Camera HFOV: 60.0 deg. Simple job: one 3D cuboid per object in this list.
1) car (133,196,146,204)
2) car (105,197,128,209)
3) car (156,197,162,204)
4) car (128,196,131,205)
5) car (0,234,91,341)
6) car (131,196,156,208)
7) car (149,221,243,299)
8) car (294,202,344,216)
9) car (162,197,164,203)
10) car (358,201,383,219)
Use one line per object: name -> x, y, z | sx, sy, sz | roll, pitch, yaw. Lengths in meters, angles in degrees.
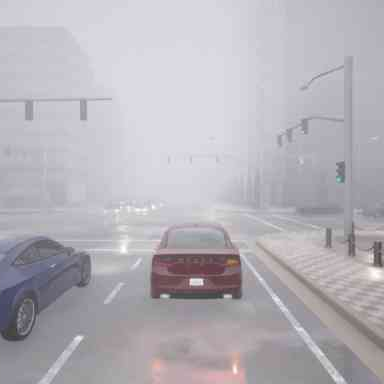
car -> -10.383, 1.564, 66.147 | 1.994, 1.385, 4.181 | 0, 0, 0
car -> -10.498, 1.505, 45.561 | 1.837, 1.490, 4.892 | 0, 0, 0
car -> -6.952, 1.491, 57.953 | 2.128, 1.511, 4.902 | 0, 0, 0
car -> -10.468, 1.491, 54.788 | 2.128, 1.511, 4.902 | 0, 0, 0
car -> -3.416, 1.526, 6.370 | 1.812, 1.442, 4.674 | 0, 0, 0
car -> -6.990, 1.491, 48.646 | 2.128, 1.511, 4.902 | 0, 0, 0
car -> 0.099, 1.478, 8.498 | 1.882, 1.535, 5.008 | 0, 0, 0
car -> 12.051, 1.545, 30.919 | 4.718, 1.301, 1.895 | 0, 0, 1
car -> -6.857, 1.601, 68.244 | 1.895, 1.301, 4.718 | 0, 0, 0
car -> 16.340, 1.436, 27.373 | 4.902, 1.511, 2.128 | 0, 0, 0
